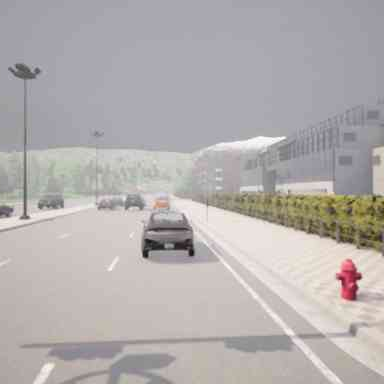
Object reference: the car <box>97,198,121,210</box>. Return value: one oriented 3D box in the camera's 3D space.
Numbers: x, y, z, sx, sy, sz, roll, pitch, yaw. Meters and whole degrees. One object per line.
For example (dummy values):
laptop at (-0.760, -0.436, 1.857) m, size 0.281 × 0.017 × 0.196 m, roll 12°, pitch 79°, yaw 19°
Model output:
car at (-10.928, 1.610, 43.027) m, size 2.033 × 1.411 × 5.357 m, roll 0°, pitch 0°, yaw -5°

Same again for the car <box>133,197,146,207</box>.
car at (-8.404, 1.544, 53.611) m, size 1.882 × 1.535 × 5.008 m, roll 0°, pitch 0°, yaw -5°

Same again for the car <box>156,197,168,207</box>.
car at (-4.919, 1.564, 53.940) m, size 1.837 × 1.490 × 4.892 m, roll 0°, pitch 0°, yaw -5°

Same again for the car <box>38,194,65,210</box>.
car at (-19.220, 1.307, 45.685) m, size 2.150 × 2.045 × 5.566 m, roll 0°, pitch 0°, yaw -5°

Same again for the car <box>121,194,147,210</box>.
car at (-7.408, 1.276, 42.969) m, size 2.150 × 2.045 × 5.566 m, roll 0°, pitch 0°, yaw -5°

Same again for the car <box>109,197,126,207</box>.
car at (-11.888, 1.621, 53.283) m, size 2.033 × 1.411 × 5.357 m, roll 0°, pitch 0°, yaw -5°

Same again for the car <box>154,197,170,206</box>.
car at (-3.984, 1.400, 43.952) m, size 2.097 × 1.767 × 4.553 m, roll 0°, pitch 0°, yaw -5°

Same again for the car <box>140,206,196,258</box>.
car at (-0.952, 1.506, 12.881) m, size 2.128 × 1.511 × 4.902 m, roll 0°, pitch 0°, yaw -6°

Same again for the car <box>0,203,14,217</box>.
car at (-17.779, 1.665, 29.627) m, size 1.895 × 1.301 × 4.718 m, roll 0°, pitch 0°, yaw -5°
